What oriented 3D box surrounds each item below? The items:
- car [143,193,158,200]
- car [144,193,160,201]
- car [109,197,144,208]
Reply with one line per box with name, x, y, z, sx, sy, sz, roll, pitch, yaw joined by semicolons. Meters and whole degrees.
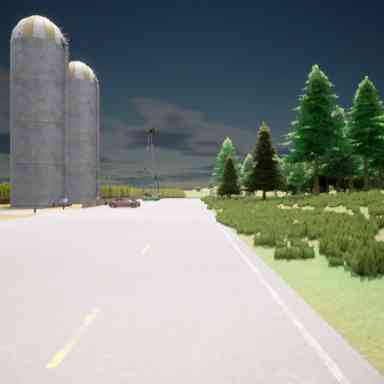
car;-11.898;1.317;94.841;3.866;1.878;1.905;0;0;-31
car;-9.543;1.440;77.995;3.988;1.617;1.851;0;0;-1
car;-9.058;1.501;44.986;4.181;1.381;1.994;0;0;-1
